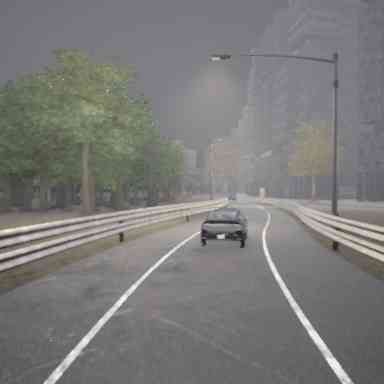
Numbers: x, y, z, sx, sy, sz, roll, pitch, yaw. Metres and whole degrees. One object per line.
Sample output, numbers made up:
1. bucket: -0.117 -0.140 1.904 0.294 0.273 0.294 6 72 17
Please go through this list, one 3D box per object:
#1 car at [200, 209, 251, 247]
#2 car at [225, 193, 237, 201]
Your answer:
1. car: 1.587 1.498 15.127 2.128 1.511 4.902 0 0 11
2. car: 9.092 1.175 78.707 2.150 2.045 5.566 0 0 -5
